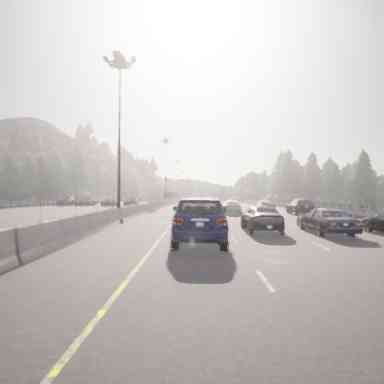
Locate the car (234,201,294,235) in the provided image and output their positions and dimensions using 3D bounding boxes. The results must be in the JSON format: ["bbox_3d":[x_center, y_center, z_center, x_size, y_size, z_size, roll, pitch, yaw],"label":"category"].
[{"bbox_3d":[3.902,1.525,18.906,2.128,1.511,4.902,0,0,1],"label":"car"}]

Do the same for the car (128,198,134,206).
[{"bbox_3d":[-9.670,1.587,53.388,1.882,1.535,5.008,0,-1,1],"label":"car"}]

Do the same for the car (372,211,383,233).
[{"bbox_3d":[10.876,1.637,17.370,2.033,1.411,5.357,0,0,1],"label":"car"}]

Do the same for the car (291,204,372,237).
[{"bbox_3d":[7.393,1.609,18.399,2.033,1.411,5.357,0,0,1],"label":"car"}]

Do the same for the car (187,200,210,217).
[{"bbox_3d":[0.642,1.567,32.882,2.033,1.411,5.357,0,0,1],"label":"car"}]

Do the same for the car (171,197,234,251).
[{"bbox_3d":[0.323,1.226,14.334,2.150,2.045,5.566,0,0,1],"label":"car"}]

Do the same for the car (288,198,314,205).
[{"bbox_3d":[11.169,1.461,34.374,2.097,1.767,4.553,0,0,1],"label":"car"}]

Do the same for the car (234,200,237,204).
[{"bbox_3d":[4.185,1.581,35.397,1.812,1.442,4.674,0,0,1],"label":"car"}]
